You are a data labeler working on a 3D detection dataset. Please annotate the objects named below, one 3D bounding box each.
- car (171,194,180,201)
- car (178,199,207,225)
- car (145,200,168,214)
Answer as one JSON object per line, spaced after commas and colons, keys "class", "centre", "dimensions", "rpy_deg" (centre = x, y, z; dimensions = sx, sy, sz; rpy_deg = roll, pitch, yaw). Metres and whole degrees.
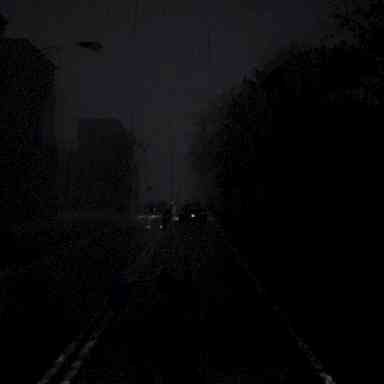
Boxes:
{"class": "car", "centre": [-3.711, 1.146, 74.642], "dimensions": [2.128, 1.511, 4.902], "rpy_deg": [0, 0, -1]}
{"class": "car", "centre": [0.059, 1.476, 23.868], "dimensions": [1.994, 1.385, 4.181], "rpy_deg": [0, 2, 0]}
{"class": "car", "centre": [-3.421, 1.455, 32.607], "dimensions": [1.994, 1.385, 4.181], "rpy_deg": [0, -1, 0]}
